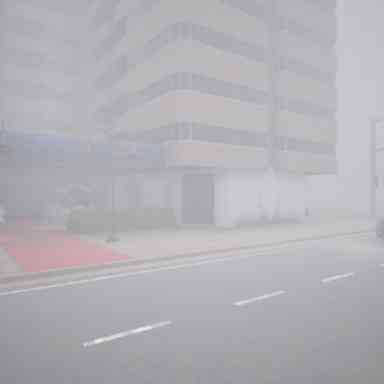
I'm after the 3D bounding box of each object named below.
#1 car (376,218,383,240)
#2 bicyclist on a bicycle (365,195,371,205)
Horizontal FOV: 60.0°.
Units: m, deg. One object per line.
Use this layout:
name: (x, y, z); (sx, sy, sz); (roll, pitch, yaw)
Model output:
car: (10.724, 1.470, 15.882); (5.008, 1.535, 1.882); (0, 0, -35)
bicyclist on a bicycle: (27.286, 1.278, 51.479); (1.656, 1.620, 0.582); (0, 0, -36)
